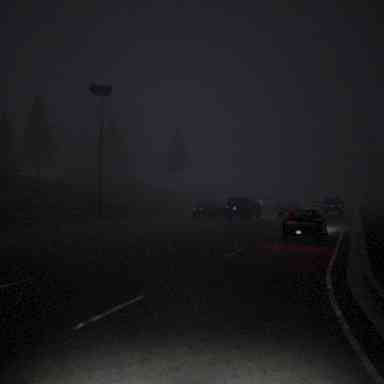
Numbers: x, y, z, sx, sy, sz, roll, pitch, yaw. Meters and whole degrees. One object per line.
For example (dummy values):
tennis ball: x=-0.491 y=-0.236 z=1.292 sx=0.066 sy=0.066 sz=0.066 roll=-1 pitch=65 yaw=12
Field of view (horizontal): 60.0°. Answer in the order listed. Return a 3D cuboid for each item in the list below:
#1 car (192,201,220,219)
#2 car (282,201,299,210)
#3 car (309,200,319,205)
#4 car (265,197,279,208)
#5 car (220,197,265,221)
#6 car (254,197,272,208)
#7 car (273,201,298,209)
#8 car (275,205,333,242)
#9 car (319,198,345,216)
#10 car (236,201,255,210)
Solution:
car: x=1.830 y=1.682 z=32.898 sx=2.097 sy=1.767 sz=4.553 roll=0 pitch=-1 yaw=26
car: x=15.848 y=2.125 z=53.414 sx=1.812 sy=1.442 sz=4.674 roll=0 pitch=-1 yaw=26
car: x=20.561 y=2.144 z=55.056 sx=1.837 sy=1.490 sz=4.892 roll=0 pitch=-1 yaw=26
car: x=13.399 y=1.837 z=56.360 sx=2.150 sy=2.045 sz=5.566 roll=0 pitch=-1 yaw=26
car: x=4.890 y=1.550 z=31.194 sx=2.150 sy=2.045 sz=5.566 roll=0 pitch=-1 yaw=26
car: x=13.927 y=1.928 z=65.349 sx=2.150 sy=2.045 sz=5.566 roll=0 pitch=-1 yaw=26
car: x=9.757 y=1.898 z=33.146 sx=1.812 sy=1.442 sz=4.674 roll=0 pitch=-1 yaw=26
car: x=6.091 y=1.696 z=17.799 sx=2.128 sy=1.511 sz=4.902 roll=0 pitch=-1 yaw=26
car: x=16.963 y=1.695 z=39.846 sx=2.150 sy=2.045 sz=5.566 roll=0 pitch=-1 yaw=26
car: x=8.942 y=2.147 z=55.239 sx=1.994 sy=1.385 sz=4.181 roll=0 pitch=-1 yaw=26
